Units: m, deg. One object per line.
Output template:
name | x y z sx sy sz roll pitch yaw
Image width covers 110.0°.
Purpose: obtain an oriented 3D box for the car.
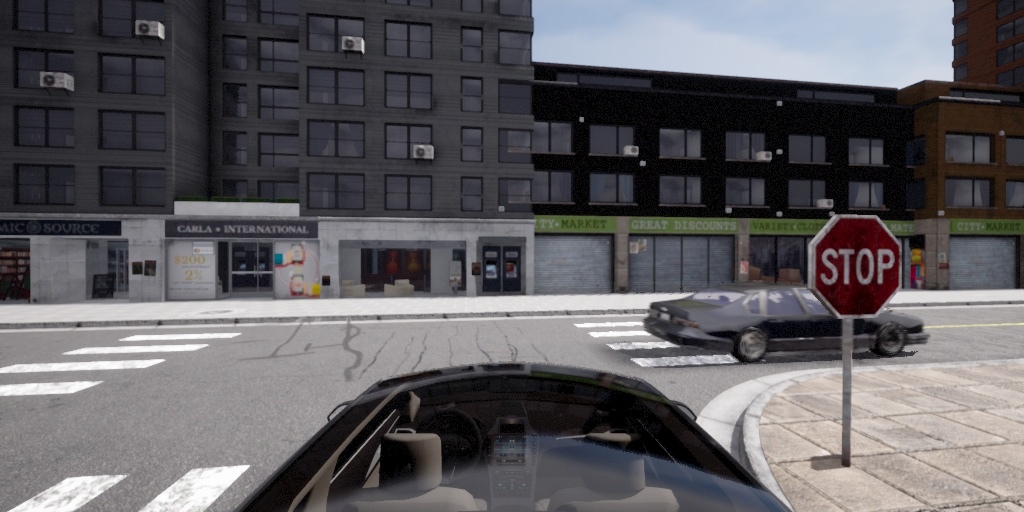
car | 5.582 1.275 7.594 5.357 1.411 2.033 0 0 -8
